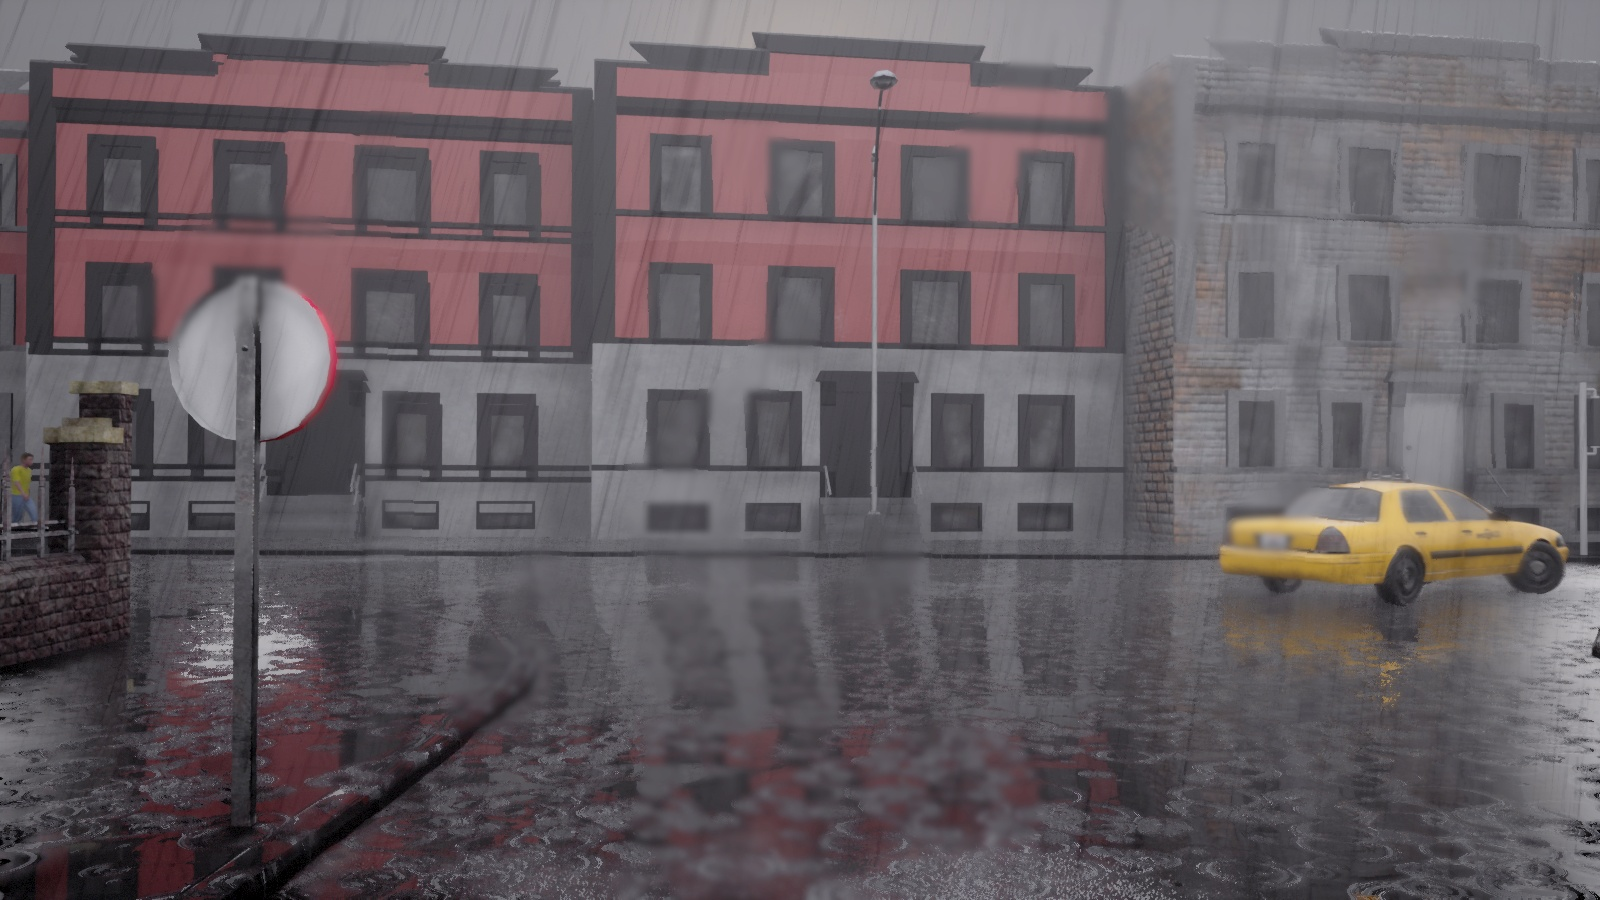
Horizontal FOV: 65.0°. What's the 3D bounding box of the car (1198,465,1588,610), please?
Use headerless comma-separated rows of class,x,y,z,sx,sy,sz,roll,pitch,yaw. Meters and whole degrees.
car,7.628,0.992,15.966,5.366,1.575,1.801,0,-1,-31

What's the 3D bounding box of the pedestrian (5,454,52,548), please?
pedestrian,-15.222,0.996,24.772,0.706,1.836,0.354,0,-1,5
